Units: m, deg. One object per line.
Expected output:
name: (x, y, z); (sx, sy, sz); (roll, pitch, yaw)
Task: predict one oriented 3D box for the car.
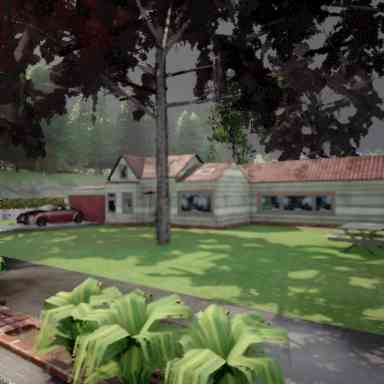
car: (-9.415, 1.529, 22.368); (1.994, 1.381, 4.181); (-1, 0, 36)
